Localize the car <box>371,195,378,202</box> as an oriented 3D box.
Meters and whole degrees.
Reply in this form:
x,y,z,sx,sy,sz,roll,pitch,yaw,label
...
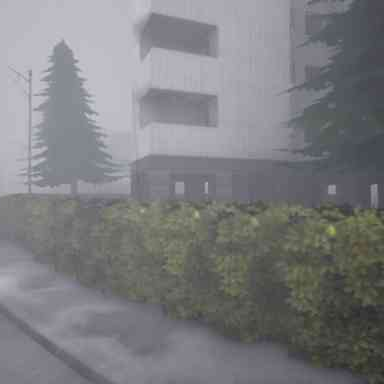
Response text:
x,y,z,sx,sy,sz,roll,pitch,yaw,label
39.904,1.566,73.461,3.806,1.475,1.970,0,0,-22,car
